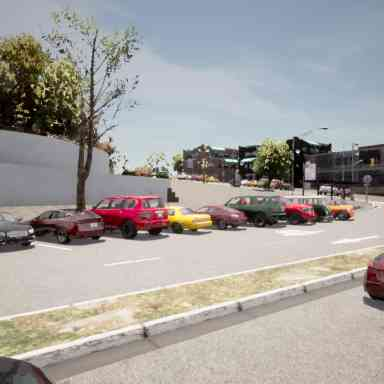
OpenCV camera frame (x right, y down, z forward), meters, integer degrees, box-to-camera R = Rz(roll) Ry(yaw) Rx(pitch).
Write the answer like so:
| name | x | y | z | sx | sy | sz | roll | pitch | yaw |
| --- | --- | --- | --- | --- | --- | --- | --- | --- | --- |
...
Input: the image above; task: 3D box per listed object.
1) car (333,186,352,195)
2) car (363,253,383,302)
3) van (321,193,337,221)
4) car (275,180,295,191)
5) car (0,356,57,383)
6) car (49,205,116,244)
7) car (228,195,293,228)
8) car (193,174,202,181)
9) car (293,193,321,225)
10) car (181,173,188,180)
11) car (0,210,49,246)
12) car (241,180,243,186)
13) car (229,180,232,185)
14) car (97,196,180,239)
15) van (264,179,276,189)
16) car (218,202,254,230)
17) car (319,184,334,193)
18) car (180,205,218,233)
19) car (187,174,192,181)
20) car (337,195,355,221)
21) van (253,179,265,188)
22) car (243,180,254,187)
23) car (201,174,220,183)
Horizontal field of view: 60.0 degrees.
| name | x | y | z | sx | sy | sz | roll | pitch | yaw |
| --- | --- | --- | --- | --- | --- | --- | --- | --- | --- |
| car | 25.952 | 0.137 | 56.394 | 2.002 | 1.452 | 4.674 | 7 | 3 | 35 |
| car | 5.558 | 1.574 | 7.104 | 4.181 | 1.385 | 1.994 | 0 | 0 | -34 |
| van | 8.655 | 1.297 | 26.150 | 4.442 | 1.987 | 1.878 | -1 | -1 | 35 |
| car | 19.051 | -0.992 | 66.252 | 2.231 | 1.521 | 4.892 | 7 | 3 | 35 |
| car | -2.882 | 1.504 | 1.076 | 4.892 | 1.490 | 1.837 | 0 | 0 | -35 |
| car | -6.195 | 1.524 | 15.816 | 4.792 | 1.488 | 2.163 | -1 | -1 | 35 |
| car | 3.603 | 1.263 | 22.775 | 5.566 | 2.045 | 2.435 | -1 | -1 | 35 |
| car | 3.456 | -3.698 | 88.368 | 2.435 | 2.045 | 5.566 | 7 | 3 | 34 |
| car | 6.116 | 1.267 | 24.480 | 5.566 | 2.045 | 2.435 | -1 | -1 | 35 |
| car | -0.069 | -4.084 | 93.304 | 2.185 | 1.767 | 4.553 | 4 | 1 | 33 |
| car | -8.615 | 1.493 | 14.070 | 4.892 | 1.521 | 2.231 | -1 | -1 | 35 |
| car | 12.155 | -2.043 | 76.137 | 2.002 | 1.452 | 4.674 | 7 | 4 | 35 |
| car | 10.413 | -2.316 | 78.599 | 2.002 | 1.452 | 4.674 | 7 | 3 | 35 |
| car | -3.750 | 1.248 | 17.562 | 5.566 | 2.045 | 2.435 | -1 | -1 | 35 |
| van | 17.291 | -1.490 | 68.614 | 1.878 | 1.987 | 4.442 | 7 | 4 | 35 |
| car | 1.176 | 1.549 | 21.017 | 4.674 | 1.452 | 2.002 | -1 | -1 | 35 |
| car | 24.261 | -0.426 | 58.866 | 2.435 | 2.045 | 5.566 | 7 | 3 | 35 |
| car | -1.431 | 1.503 | 19.389 | 5.366 | 1.575 | 1.946 | -1 | -1 | 35 |
| car | 1.662 | -3.850 | 90.834 | 2.185 | 1.767 | 4.553 | 6 | 3 | 34 |
| car | 11.064 | 1.403 | 27.900 | 4.553 | 1.767 | 2.185 | -1 | -1 | 35 |
| van | 15.561 | -1.763 | 71.085 | 1.878 | 1.987 | 4.442 | 7 | 4 | 35 |
| car | 13.987 | -1.811 | 73.816 | 1.946 | 1.575 | 5.366 | 7 | 3 | 35 |
| car | 5.307 | -3.175 | 86.109 | 1.946 | 1.575 | 5.366 | 7 | 3 | 34 |
